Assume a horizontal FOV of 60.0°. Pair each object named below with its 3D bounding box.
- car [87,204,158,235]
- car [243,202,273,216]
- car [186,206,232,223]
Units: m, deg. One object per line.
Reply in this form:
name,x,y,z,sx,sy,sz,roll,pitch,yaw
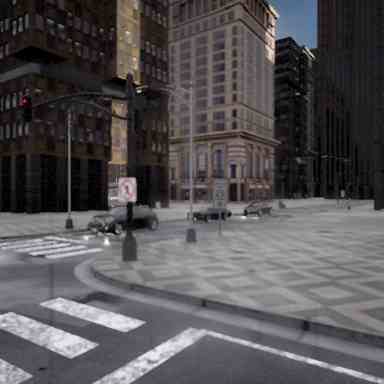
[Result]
car,-4.152,1.564,20.430,2.097,1.767,4.553,0,0,35
car,7.356,1.837,36.701,1.837,1.490,4.892,0,0,35
car,1.506,1.874,28.440,1.895,1.301,4.718,0,0,35
